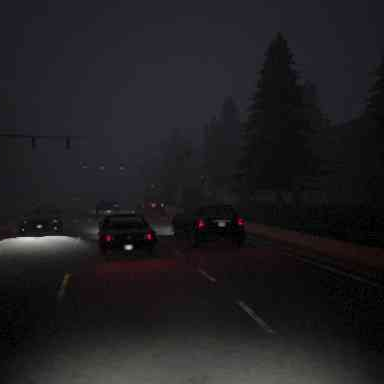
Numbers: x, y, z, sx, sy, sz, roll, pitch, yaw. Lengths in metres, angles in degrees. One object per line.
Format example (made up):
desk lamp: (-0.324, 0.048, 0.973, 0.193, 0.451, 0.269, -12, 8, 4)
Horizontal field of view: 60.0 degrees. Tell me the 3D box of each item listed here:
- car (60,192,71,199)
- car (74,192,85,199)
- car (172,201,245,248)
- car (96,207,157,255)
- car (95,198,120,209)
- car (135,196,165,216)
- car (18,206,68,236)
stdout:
car: (-30.243, 0.834, 79.285, 2.097, 1.767, 4.553, -1, 1, -28)
car: (-27.662, 0.797, 81.855, 2.097, 1.767, 4.553, -1, 1, -28)
car: (0.541, 1.220, 14.496, 2.097, 1.767, 4.553, 0, 0, -16)
car: (-2.671, 1.501, 13.001, 1.895, 1.301, 4.718, 0, 1, -16)
car: (-7.092, 1.287, 27.979, 2.128, 1.511, 4.902, 0, 1, -16)
car: (-3.710, 1.119, 28.881, 2.097, 1.767, 4.553, 0, 0, -16)
car: (-7.834, 1.452, 17.827, 1.994, 1.385, 4.181, 0, 0, -16)
